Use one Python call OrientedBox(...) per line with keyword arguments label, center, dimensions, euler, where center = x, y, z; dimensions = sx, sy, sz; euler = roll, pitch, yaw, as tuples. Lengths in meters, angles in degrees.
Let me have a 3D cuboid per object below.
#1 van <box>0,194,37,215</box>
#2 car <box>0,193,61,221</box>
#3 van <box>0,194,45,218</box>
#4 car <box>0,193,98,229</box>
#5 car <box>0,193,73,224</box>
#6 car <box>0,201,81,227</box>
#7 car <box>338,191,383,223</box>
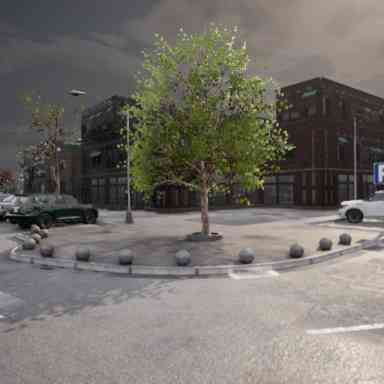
OrientedBox(label="van", center=(-17.820, 1.168, 32.572), dimensions=(1.878, 1.987, 4.442), euler=(0, 0, 31))
OrientedBox(label="car", center=(-14.152, 1.139, 27.852), dimensions=(2.435, 2.045, 5.566), euler=(0, 0, 31))
OrientedBox(label="van", center=(-15.954, 1.166, 30.276), dimensions=(1.878, 1.987, 4.442), euler=(0, 0, 31))
OrientedBox(label="car", center=(-8.538, 1.133, 21.019), dimensions=(2.435, 2.045, 5.566), euler=(0, 0, 31))
OrientedBox(label="car", center=(-12.286, 1.137, 25.555), dimensions=(2.435, 2.045, 5.566), euler=(0, 0, 31))
OrientedBox(label="car", center=(-10.408, 1.415, 23.259), dimensions=(2.163, 1.488, 4.792), euler=(0, 0, 31))
OrientedBox(label="car", center=(12.042, 0.901, 20.525), dimensions=(5.566, 2.045, 2.435), euler=(-1, 0, 32))
